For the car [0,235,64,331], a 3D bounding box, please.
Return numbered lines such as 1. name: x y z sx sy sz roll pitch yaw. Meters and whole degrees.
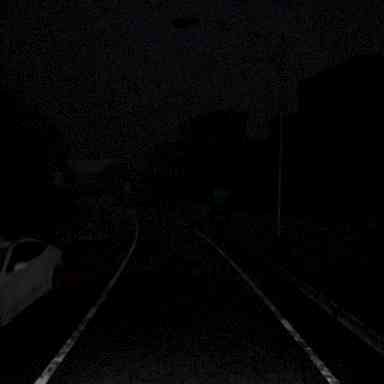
1. car: -3.831 1.592 6.162 1.812 1.442 4.674 0 -1 -3
